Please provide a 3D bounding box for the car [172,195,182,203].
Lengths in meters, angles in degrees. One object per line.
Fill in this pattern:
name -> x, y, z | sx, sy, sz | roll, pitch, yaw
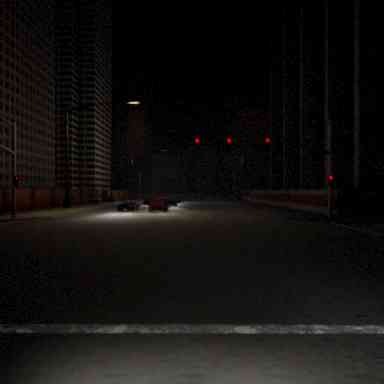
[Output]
car -> -3.079, 1.448, 71.134 | 1.837, 1.490, 4.892 | 0, 0, 1

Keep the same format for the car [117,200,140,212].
car -> -7.207, 1.572, 38.143 | 1.895, 1.301, 4.718 | 0, 0, 1

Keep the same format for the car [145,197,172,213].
car -> -3.719, 1.450, 37.269 | 1.882, 1.535, 5.008 | 0, 0, 1

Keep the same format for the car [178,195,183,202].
car -> -3.237, 1.553, 64.017 | 1.895, 1.301, 4.718 | 0, 0, 1

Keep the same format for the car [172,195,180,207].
car -> -3.387, 1.563, 51.561 | 1.895, 1.301, 4.718 | 0, 0, 1

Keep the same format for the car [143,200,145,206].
car -> -6.914, 1.506, 55.722 | 2.033, 1.411, 5.357 | 0, 0, 1
